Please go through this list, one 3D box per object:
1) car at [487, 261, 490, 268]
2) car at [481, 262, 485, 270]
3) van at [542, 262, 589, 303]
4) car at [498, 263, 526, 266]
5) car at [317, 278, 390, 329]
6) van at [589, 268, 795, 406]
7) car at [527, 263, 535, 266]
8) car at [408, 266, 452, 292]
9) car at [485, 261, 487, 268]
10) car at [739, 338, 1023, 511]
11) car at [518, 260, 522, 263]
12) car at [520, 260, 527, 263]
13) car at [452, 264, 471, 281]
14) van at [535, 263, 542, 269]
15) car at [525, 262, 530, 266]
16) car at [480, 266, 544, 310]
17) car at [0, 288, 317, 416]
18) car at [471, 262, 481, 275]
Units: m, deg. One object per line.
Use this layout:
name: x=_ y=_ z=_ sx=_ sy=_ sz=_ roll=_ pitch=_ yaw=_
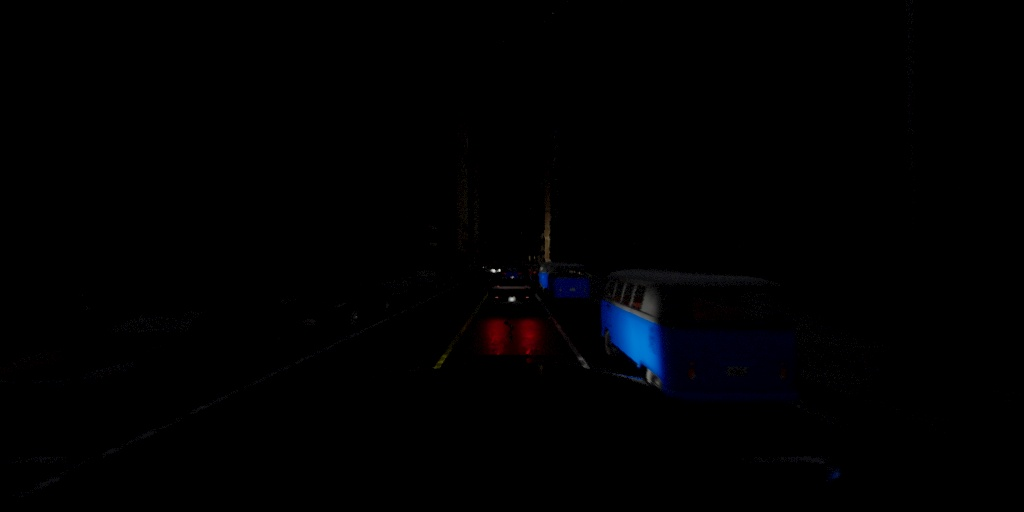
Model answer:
car: x=-5.432 y=1.887 z=62.853 sx=1.948 sy=1.339 sz=4.313 roll=0 pitch=0 yaw=0
car: x=-5.424 y=1.767 z=51.489 sx=2.007 sy=1.370 sz=4.403 roll=0 pitch=0 yaw=0
van: x=2.626 y=1.239 z=17.403 sx=1.690 sy=1.789 sz=3.998 roll=0 pitch=0 yaw=0
car: x=0.004 y=1.549 z=30.753 sx=1.812 sy=1.442 sz=4.674 roll=0 pitch=0 yaw=0
car: x=-5.395 y=1.411 z=11.715 sx=1.948 sy=1.339 sz=4.313 roll=0 pitch=0 yaw=0
van: x=2.635 y=1.132 z=6.038 sx=1.690 sy=1.789 sz=3.998 roll=0 pitch=0 yaw=0
car: x=2.614 y=1.640 z=34.449 sx=1.802 sy=1.307 sz=4.207 roll=0 pitch=0 yaw=0
car: x=-5.403 y=1.503 z=23.079 sx=2.007 sy=1.370 sz=4.403 roll=0 pitch=0 yaw=0
car: x=-5.428 y=1.814 z=57.171 sx=1.888 sy=1.381 sz=4.507 roll=0 pitch=0 yaw=0
car: x=2.639 y=1.288 z=0.356 sx=2.007 sy=1.370 sz=4.403 roll=0 pitch=0 yaw=0
car: x=2.593 y=1.760 z=62.860 sx=1.967 sy=1.591 sz=4.097 roll=0 pitch=0 yaw=0
car: x=2.597 y=1.813 z=57.177 sx=1.888 sy=1.381 sz=4.507 roll=0 pitch=0 yaw=0
car: x=-5.411 y=1.624 z=34.442 sx=1.948 sy=1.339 sz=4.313 roll=0 pitch=0 yaw=0
van: x=2.622 y=1.293 z=23.085 sx=1.690 sy=1.789 sz=3.998 roll=0 pitch=0 yaw=0
car: x=2.610 y=1.636 z=40.301 sx=1.751 sy=1.417 sz=4.829 roll=0 pitch=0 yaw=0
car: x=0.012 y=1.373 z=15.366 sx=2.128 sy=1.511 sz=4.902 roll=0 pitch=0 yaw=0
car: x=-5.391 y=1.374 z=6.032 sx=1.802 sy=1.307 sz=4.207 roll=0 pitch=0 yaw=0
car: x=-5.419 y=1.709 z=45.807 sx=1.888 sy=1.381 sz=4.507 roll=0 pitch=0 yaw=0
